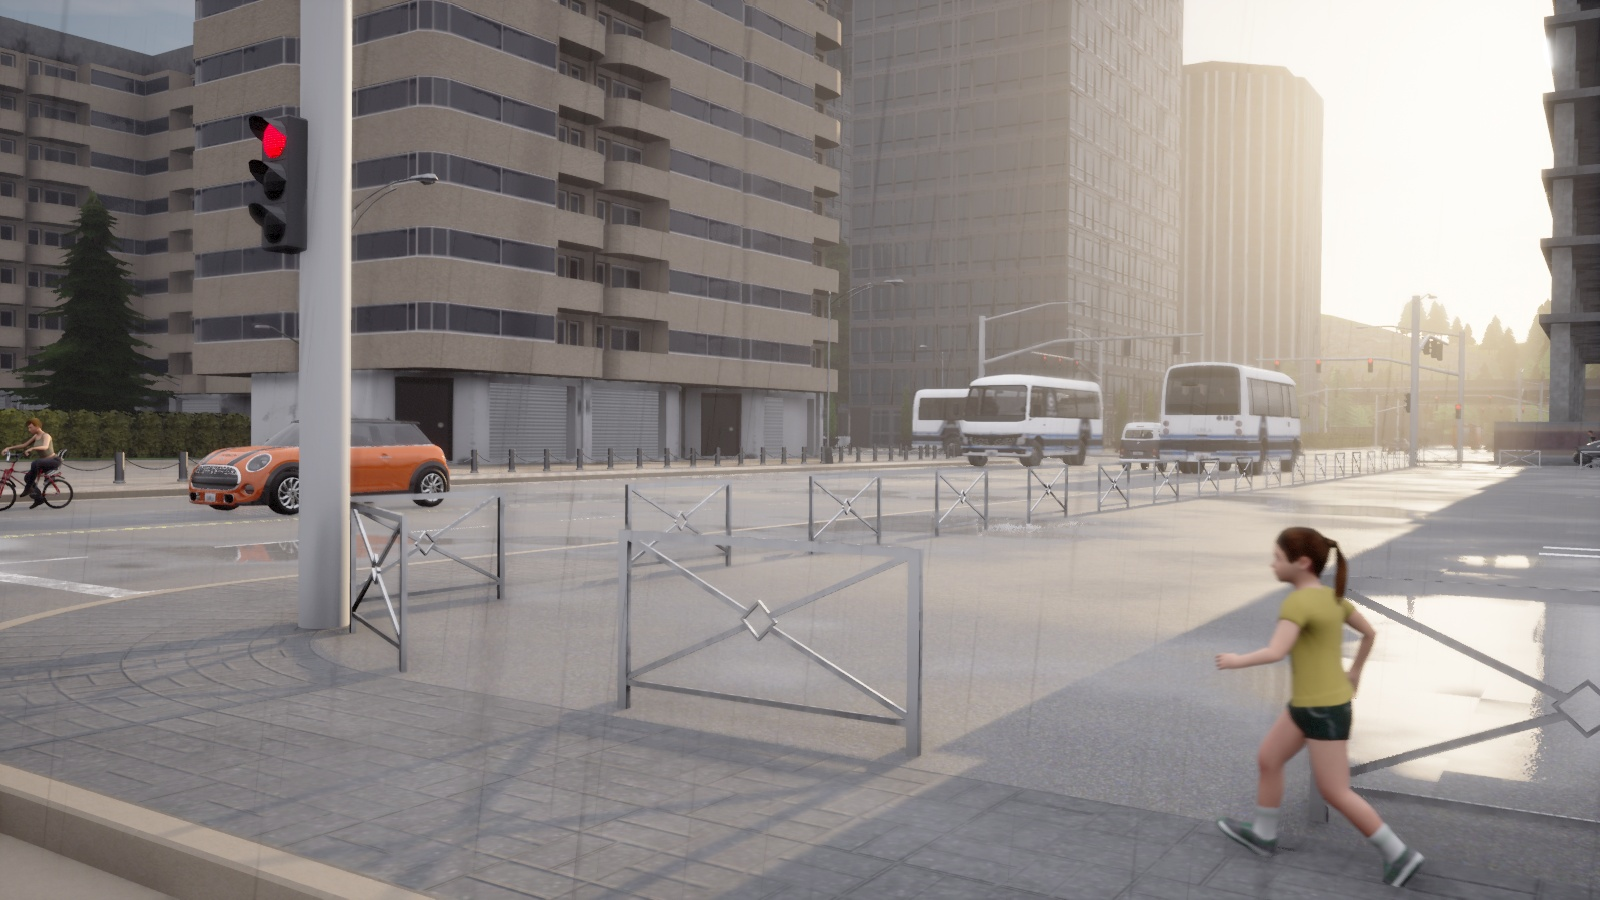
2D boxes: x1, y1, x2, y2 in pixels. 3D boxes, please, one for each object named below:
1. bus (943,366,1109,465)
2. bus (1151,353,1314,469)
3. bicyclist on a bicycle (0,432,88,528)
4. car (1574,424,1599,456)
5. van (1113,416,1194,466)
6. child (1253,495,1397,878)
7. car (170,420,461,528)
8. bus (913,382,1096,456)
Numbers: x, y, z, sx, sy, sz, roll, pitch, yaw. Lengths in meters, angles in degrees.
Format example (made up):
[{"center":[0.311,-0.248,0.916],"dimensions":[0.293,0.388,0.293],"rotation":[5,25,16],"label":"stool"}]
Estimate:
[{"center":[10.885,-1.554,59.344],"dimensions":[3.944,4.253,10.273],"rotation":[0,1,33],"label":"bus"},{"center":[17.821,-1.504,51.114],"dimensions":[3.944,4.253,10.273],"rotation":[0,1,33],"label":"bus"},{"center":[-13.460,0.490,21.949],"dimensions":[0.866,1.612,1.509],"rotation":[0,1,33],"label":"bicyclist on a bicycle"},{"center":[39.588,-0.491,59.569],"dimensions":[4.892,1.490,1.837],"rotation":[0,1,33],"label":"car"},{"center":[15.001,-0.407,53.198],"dimensions":[2.069,2.038,4.480],"rotation":[0,1,33],"label":"van"},{"center":[1.627,0.702,3.889],"dimensions":[0.394,1.110,0.255],"rotation":[0,1,26],"label":"child"},{"center":[-8.683,0.356,22.910],"dimensions":[2.097,1.767,4.553],"rotation":[0,1,33],"label":"car"},{"center":[12.404,-1.851,76.579],"dimensions":[10.273,4.253,3.944],"rotation":[0,1,32],"label":"bus"}]
